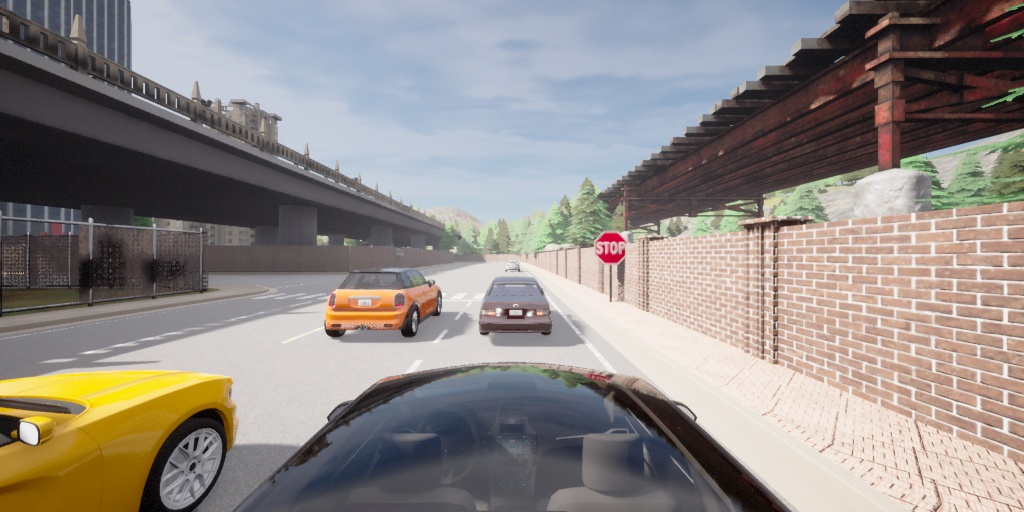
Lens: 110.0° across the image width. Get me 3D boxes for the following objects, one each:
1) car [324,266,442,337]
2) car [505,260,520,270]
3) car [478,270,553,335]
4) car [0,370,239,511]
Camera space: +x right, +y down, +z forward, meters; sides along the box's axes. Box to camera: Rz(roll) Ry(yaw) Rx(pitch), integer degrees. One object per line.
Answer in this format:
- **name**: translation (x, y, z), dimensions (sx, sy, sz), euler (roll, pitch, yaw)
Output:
- **car**: translation (-3.420, 1.102, 10.443), dimensions (2.097, 1.767, 4.553), euler (0, 0, 0)
- **car**: translation (0.083, 1.276, 46.330), dimensions (1.812, 1.442, 4.674), euler (0, 0, -1)
- **car**: translation (0.081, 1.297, 10.464), dimensions (2.033, 1.411, 5.357), euler (0, 0, 0)
- **car**: translation (-3.398, 1.228, 1.186), dimensions (1.882, 1.535, 5.008), euler (0, 0, 0)
